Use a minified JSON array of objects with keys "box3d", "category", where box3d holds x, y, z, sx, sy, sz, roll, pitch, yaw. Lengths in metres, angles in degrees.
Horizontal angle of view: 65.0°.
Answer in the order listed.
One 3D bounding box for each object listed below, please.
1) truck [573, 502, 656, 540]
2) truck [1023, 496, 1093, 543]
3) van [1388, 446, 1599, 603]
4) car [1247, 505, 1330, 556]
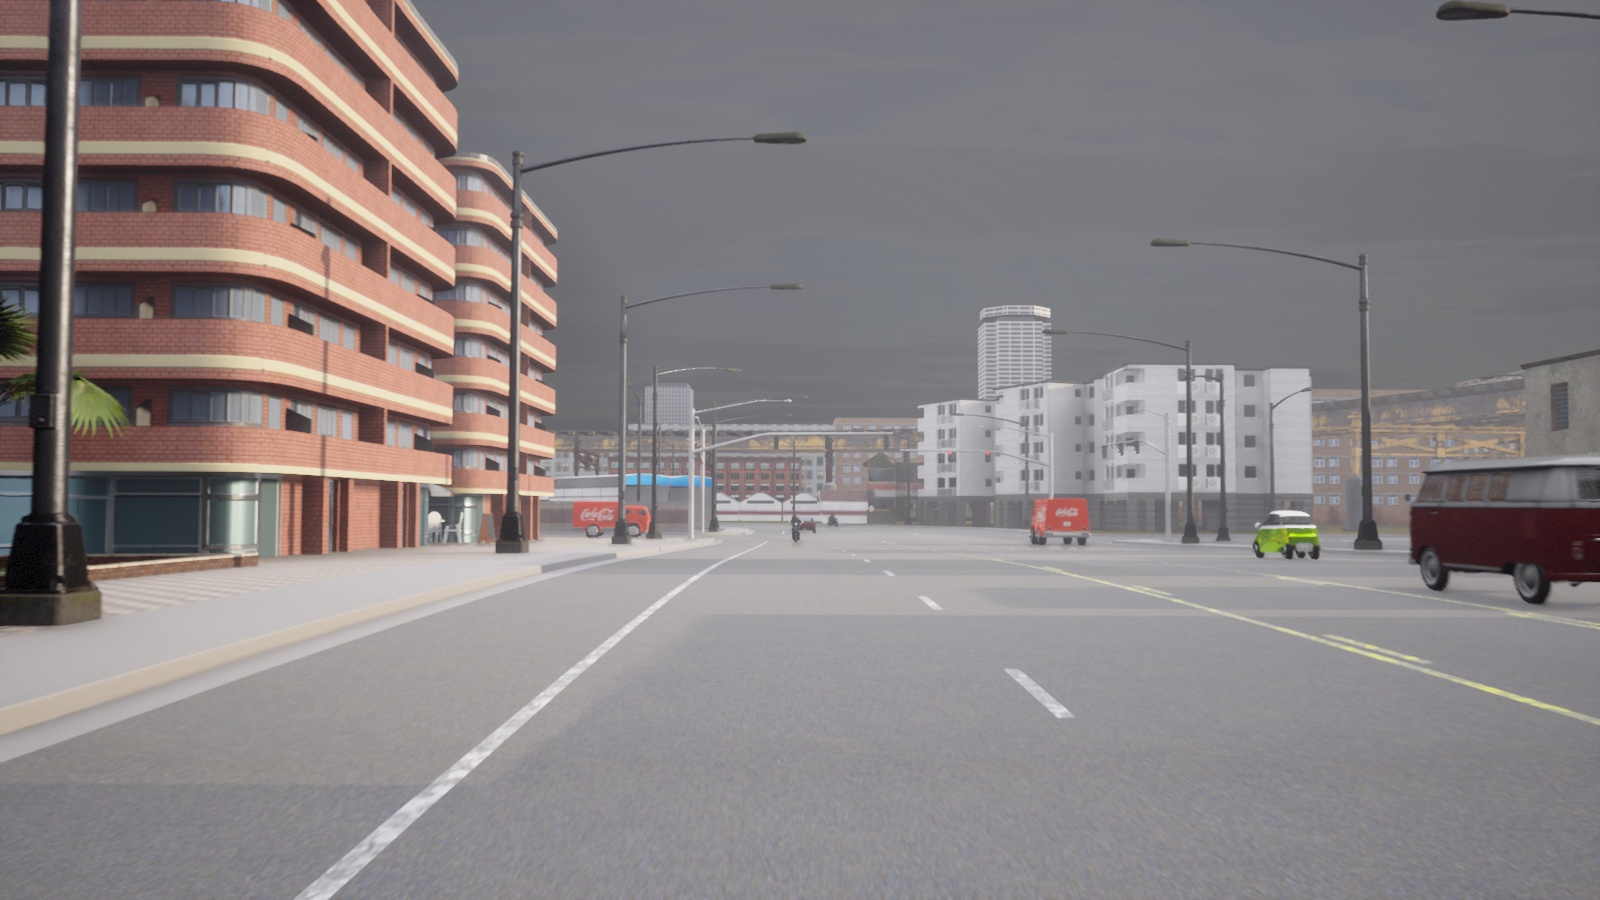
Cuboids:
[{"box3d":[-12.493,4.786,84.863,5.204,2.467,2.627,0,-3,-1],"category":"truck"},{"box3d":[13.853,3.752,67.688,2.627,2.467,5.204,0,-3,0],"category":"truck"},{"box3d":[10.456,1.031,18.151,1.775,1.987,4.442,0,-2,0],"category":"van"},{"box3d":[13.918,2.292,35.858,1.481,1.376,2.207,0,-3,0],"category":"car"}]
